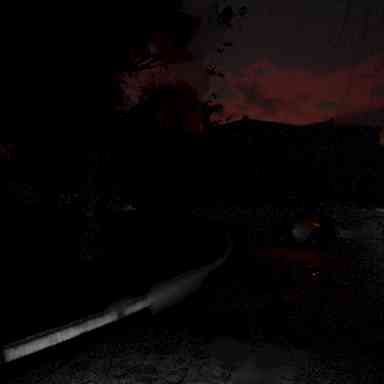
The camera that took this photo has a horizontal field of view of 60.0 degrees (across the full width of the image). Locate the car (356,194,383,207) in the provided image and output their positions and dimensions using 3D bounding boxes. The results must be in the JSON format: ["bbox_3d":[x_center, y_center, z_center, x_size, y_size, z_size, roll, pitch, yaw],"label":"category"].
[{"bbox_3d":[25.394,1.067,46.427,2.185,1.767,4.553,0,1,-30],"label":"car"}]

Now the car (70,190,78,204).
[{"bbox_3d":[-17.061,0.742,50.524,2.150,2.045,5.566,0,0,-24],"label":"car"}]

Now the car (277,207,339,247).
[{"bbox_3d":[5.313,1.422,14.961,1.882,1.535,5.008,0,0,30],"label":"car"}]

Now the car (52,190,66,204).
[{"bbox_3d":[-20.305,0.728,49.809,2.150,2.045,5.566,0,0,-24],"label":"car"}]

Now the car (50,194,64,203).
[{"bbox_3d":[-25.598,1.247,63.324,2.128,1.511,4.902,0,-1,-18],"label":"car"}]

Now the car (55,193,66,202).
[{"bbox_3d":[-28.880,1.222,73.165,2.097,1.767,4.553,0,-1,-18],"label":"car"}]

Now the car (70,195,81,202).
[{"bbox_3d":[-22.909,1.313,65.540,1.812,1.442,4.674,0,-1,-18],"label":"car"}]

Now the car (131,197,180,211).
[{"bbox_3d":[-3.927,1.218,35.279,5.357,1.411,2.033,1,1,30],"label":"car"}]
